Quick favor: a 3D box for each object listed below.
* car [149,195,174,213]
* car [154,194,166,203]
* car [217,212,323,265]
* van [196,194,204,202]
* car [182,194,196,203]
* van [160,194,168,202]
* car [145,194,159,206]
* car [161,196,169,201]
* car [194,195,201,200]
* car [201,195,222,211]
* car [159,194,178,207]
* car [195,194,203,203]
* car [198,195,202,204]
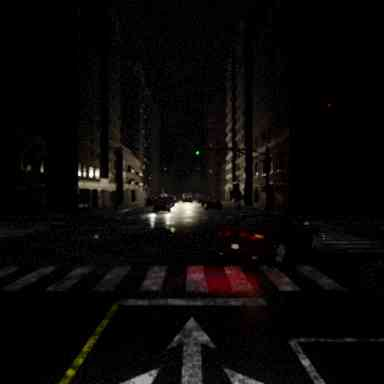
[{"bbox_3d":[-3.286,1.455,36.977,1.882,1.535,5.008,0,0,-1],"label":"car"},{"bbox_3d":[-6.577,1.305,69.082,2.192,1.841,5.009,0,0,-1],"label":"car"},{"bbox_3d":[2.899,1.453,11.799,1.882,1.535,5.008,-2,-1,40],"label":"car"},{"bbox_3d":[1.822,1.345,74.910,1.690,1.788,3.998,0,0,-1],"label":"van"},{"bbox_3d":[-0.844,1.548,66.270,1.994,1.385,4.181,0,0,-1],"label":"car"},{"bbox_3d":[-6.826,1.360,80.393,1.690,1.788,3.998,0,0,-1],"label":"van"},{"bbox_3d":[-6.202,1.415,52.120,1.967,1.590,4.097,0,0,-1],"label":"car"},{"bbox_3d":[-6.950,1.615,86.046,1.802,1.307,4.206,0,0,-1],"label":"car"},{"bbox_3d":[1.450,1.628,91.870,1.802,1.307,4.206,0,0,-1],"label":"car"},{"bbox_3d":[2.570,1.417,40.992,1.967,1.590,4.097,0,0,-1],"label":"car"},{"bbox_3d":[-3.541,1.453,49.265,1.882,1.535,5.008,0,1,0],"label":"car"},{"bbox_3d":[2.072,1.561,63.603,1.802,1.307,4.206,0,0,-1],"label":"car"},{"bbox_3d":[2.321,1.557,52.300,1.802,1.307,4.206,0,0,-1],"label":"car"}]
